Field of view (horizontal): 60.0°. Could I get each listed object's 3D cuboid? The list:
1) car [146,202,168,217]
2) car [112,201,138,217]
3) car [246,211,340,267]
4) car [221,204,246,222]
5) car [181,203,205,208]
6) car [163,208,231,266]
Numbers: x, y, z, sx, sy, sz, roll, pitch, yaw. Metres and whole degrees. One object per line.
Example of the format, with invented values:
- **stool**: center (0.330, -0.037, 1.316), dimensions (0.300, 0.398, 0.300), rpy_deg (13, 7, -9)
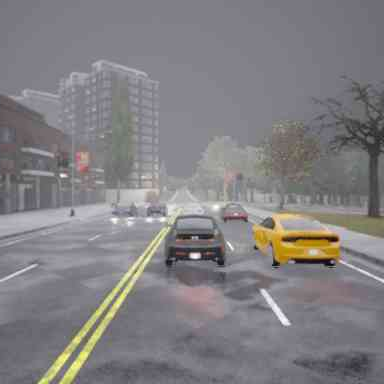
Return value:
- **car**: center (-3.353, 1.686, 32.919), dimensions (2.033, 1.411, 5.357), rpy_deg (0, 0, 0)
- **car**: center (-6.604, 1.666, 33.237), dimensions (1.812, 1.442, 4.674), rpy_deg (0, 0, 0)
- **car**: center (3.339, 1.511, 11.588), dimensions (1.882, 1.535, 5.008), rpy_deg (0, 0, 0)
- **car**: center (3.339, 1.671, 27.325), dimensions (1.994, 1.385, 4.181), rpy_deg (0, 0, 0)
- **car**: center (0.081, 1.636, 27.825), dimensions (1.812, 1.442, 4.674), rpy_deg (0, 0, 0)
- **car**: center (0.091, 1.538, 11.656), dimensions (1.837, 1.490, 4.892), rpy_deg (0, 0, 0)
